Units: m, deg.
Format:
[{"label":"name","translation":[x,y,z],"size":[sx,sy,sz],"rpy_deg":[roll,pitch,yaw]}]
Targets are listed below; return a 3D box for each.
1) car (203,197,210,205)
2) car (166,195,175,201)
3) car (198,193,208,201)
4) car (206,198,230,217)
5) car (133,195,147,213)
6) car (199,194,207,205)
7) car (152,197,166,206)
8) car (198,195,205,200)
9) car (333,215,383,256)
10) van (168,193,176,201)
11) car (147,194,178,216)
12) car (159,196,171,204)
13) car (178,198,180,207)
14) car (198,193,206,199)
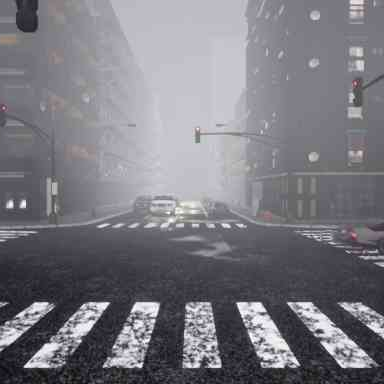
[{"label":"car","translation":[2.610,1.539,36.935],"size":[2.008,1.369,4.403],"rpy_deg":[-1,0,0]},{"label":"car","translation":[-5.204,1.490,81.134],"size":[1.752,1.417,4.829],"rpy_deg":[-1,0,0]},{"label":"car","translation":[2.673,1.280,81.249],"size":[2.192,1.841,5.009],"rpy_deg":[-1,0,0]},{"label":"car","translation":[2.602,1.572,31.396],"size":[1.802,1.307,4.206],"rpy_deg":[-1,0,0]},{"label":"car","translation":[-5.273,1.303,37.006],"size":[2.192,1.841,5.009],"rpy_deg":[-1,0,0]},{"label":"car","translation":[2.643,1.523,59.092],"size":[1.887,1.381,4.507],"rpy_deg":[-1,0,0]},{"label":"car","translation":[-5.245,1.563,53.618],"size":[1.802,1.307,4.206],"rpy_deg":[-1,0,0]},{"label":"car","translation":[2.693,1.539,92.327],"size":[1.802,1.307,4.206],"rpy_deg":[-1,0,0]},{"label":"car","translation":[8.211,1.549,12.405],"size":[5.357,1.411,2.033],"rpy_deg":[0,1,3]},{"label":"van","translation":[-5.198,1.302,86.841],"size":[1.690,1.788,3.998],"rpy_deg":[-1,0,0]},{"label":"car","translation":[-2.811,1.211,33.164],"size":[2.150,2.045,5.566],"rpy_deg":[0,0,0]},{"label":"car","translation":[-5.228,1.557,64.692],"size":[1.802,1.307,4.206],"rpy_deg":[-1,0,0]},{"label":"car","translation":[-2.765,1.474,49.688],"size":[2.128,1.511,4.902],"rpy_deg":[0,0,0]},{"label":"car","translation":[2.669,1.551,75.709],"size":[1.802,1.307,4.206],"rpy_deg":[-1,0,0]}]
